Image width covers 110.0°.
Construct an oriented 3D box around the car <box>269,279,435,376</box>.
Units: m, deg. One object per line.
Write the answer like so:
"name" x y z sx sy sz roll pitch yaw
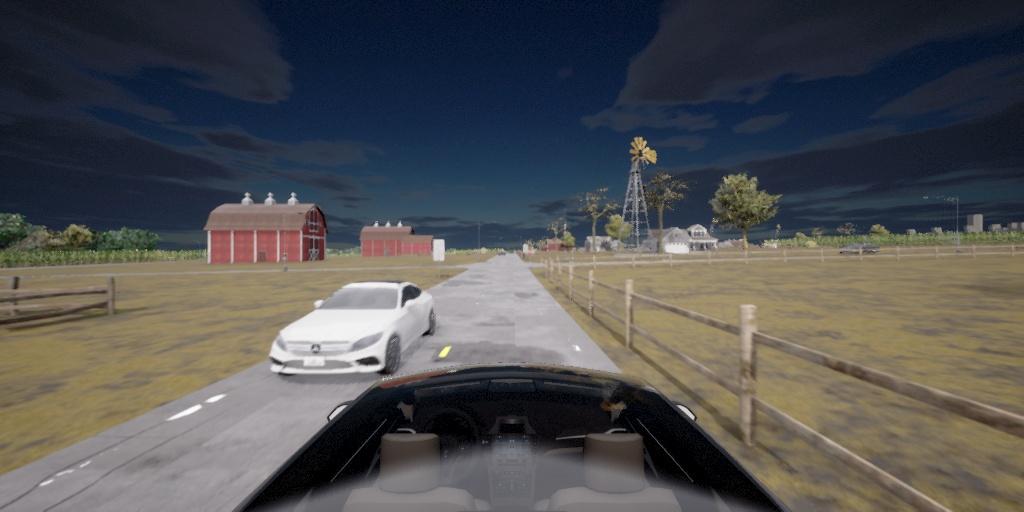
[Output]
"car" -2.853 1.248 7.507 1.812 1.442 4.674 0 0 0
